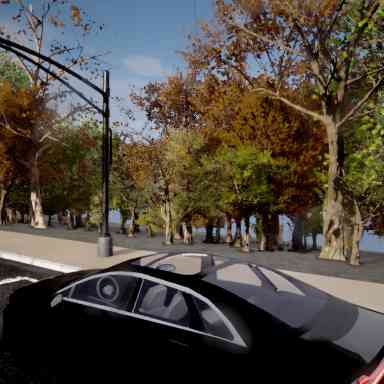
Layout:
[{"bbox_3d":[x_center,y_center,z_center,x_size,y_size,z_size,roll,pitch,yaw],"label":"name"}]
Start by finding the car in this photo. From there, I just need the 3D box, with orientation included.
[{"bbox_3d":[-0.365,1.491,3.952,4.902,1.511,2.128,0,0,36],"label":"car"}]
